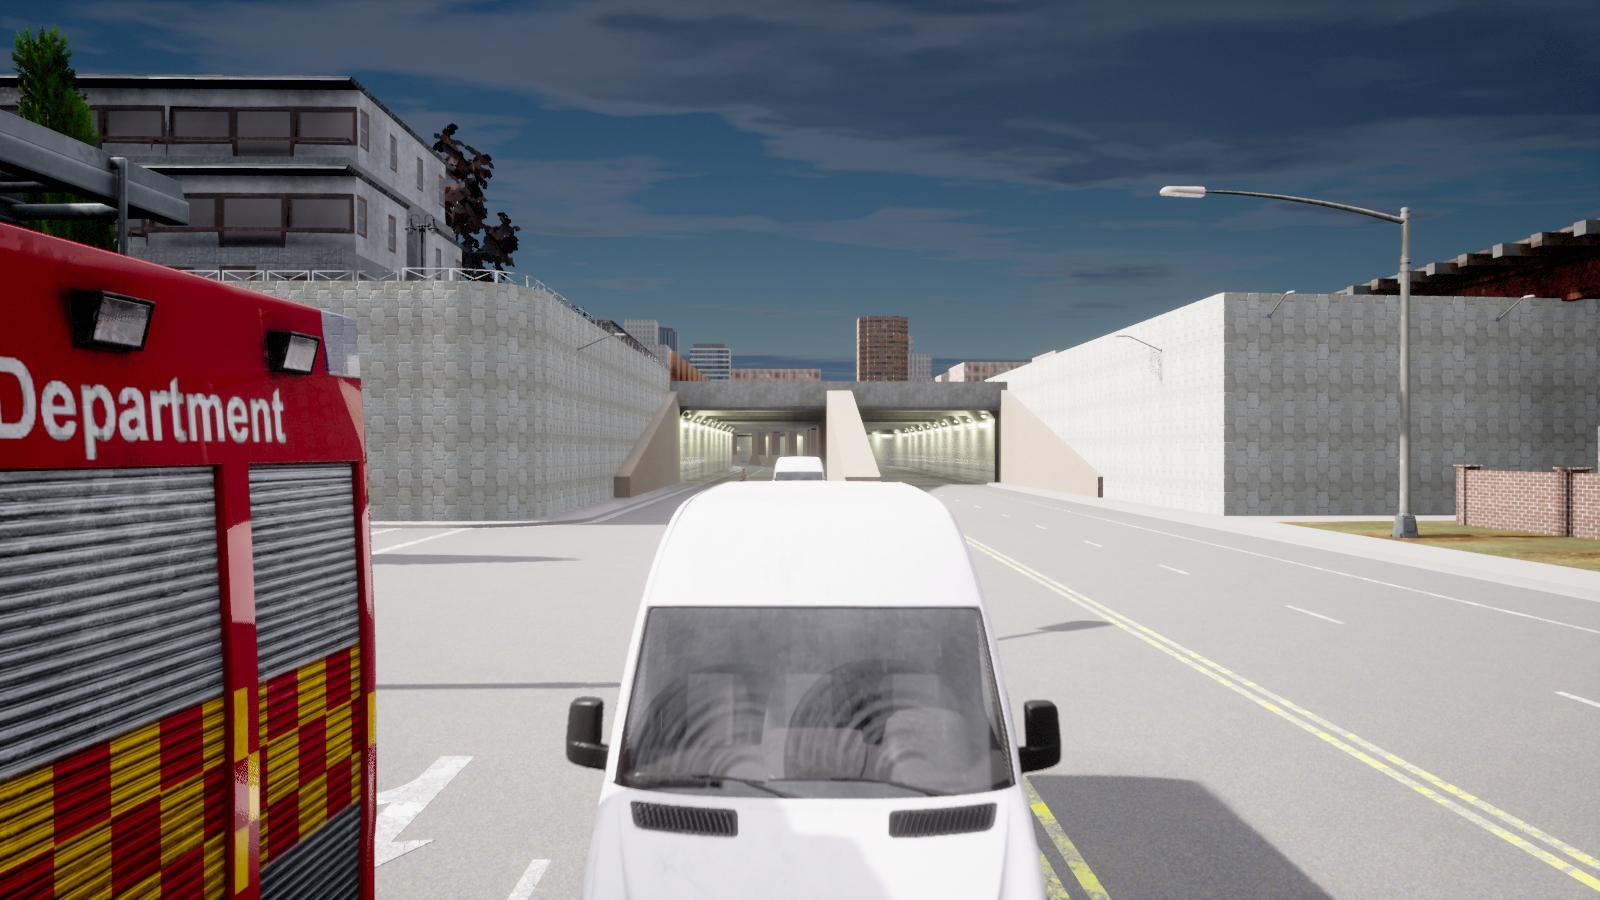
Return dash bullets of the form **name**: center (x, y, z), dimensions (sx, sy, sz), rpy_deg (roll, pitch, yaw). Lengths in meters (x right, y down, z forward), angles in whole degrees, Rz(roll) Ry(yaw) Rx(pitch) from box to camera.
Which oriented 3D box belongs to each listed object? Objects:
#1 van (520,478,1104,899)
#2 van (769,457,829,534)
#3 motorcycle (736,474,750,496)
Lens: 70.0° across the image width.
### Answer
- **van**: center (0.065, 1.531, 6.856), dimensions (1.988, 2.561, 5.915), rpy_deg (0, 0, 1)
- **van**: center (-0.037, 1.534, 41.187), dimensions (1.988, 2.561, 5.915), rpy_deg (0, 0, 0)
- **motorcycle**: center (-3.554, 2.170, 71.567), dimensions (0.764, 1.277, 2.356), rpy_deg (0, 0, 0)
